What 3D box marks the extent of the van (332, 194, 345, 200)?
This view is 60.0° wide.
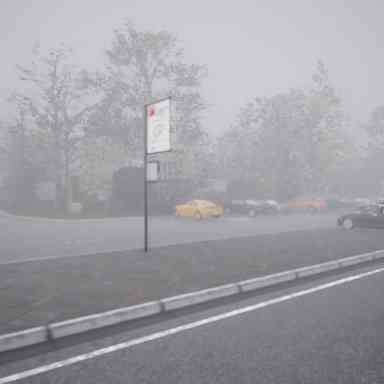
[{"bbox_3d":[13.909,1.154,36.586,1.878,1.987,4.442,0,0,-36],"label":"van"}]

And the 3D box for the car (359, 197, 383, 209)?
[{"bbox_3d":[25.320,1.465,44.573,2.163,1.488,4.792,0,0,-36],"label":"car"}]

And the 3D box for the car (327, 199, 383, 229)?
[{"bbox_3d":[10.227,1.369,17.738,2.231,1.521,4.892,0,0,-35],"label":"car"}]

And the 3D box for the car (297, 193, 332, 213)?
[{"bbox_3d":[11.732,1.247,34.850,2.185,1.767,4.553,0,0,-36],"label":"car"}]

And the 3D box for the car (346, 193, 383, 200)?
[{"bbox_3d":[12.488,1.112,19.392,2.435,2.045,5.566,0,0,-36],"label":"car"}]

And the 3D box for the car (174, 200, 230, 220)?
[{"bbox_3d":[0.383,1.375,26.783,2.097,1.535,5.008,0,0,-35],"label":"car"}]

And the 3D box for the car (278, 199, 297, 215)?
[{"bbox_3d":[7.181,1.404,31.641,2.002,1.452,4.674,0,0,-35],"label":"car"}]

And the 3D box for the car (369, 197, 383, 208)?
[{"bbox_3d":[27.551,1.476,46.242,2.163,1.488,4.792,0,0,-36],"label":"car"}]

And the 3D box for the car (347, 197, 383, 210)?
[{"bbox_3d":[23.042,1.424,42.971,2.097,1.535,5.008,0,0,-36],"label":"car"}]

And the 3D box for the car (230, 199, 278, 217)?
[{"bbox_3d":[4.910,1.363,30.025,2.097,1.535,5.008,0,0,-35],"label":"car"}]

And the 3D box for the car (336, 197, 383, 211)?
[{"bbox_3d":[20.881,1.411,41.202,1.946,1.575,5.366,0,0,-36],"label":"car"}]

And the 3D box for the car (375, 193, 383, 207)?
[{"bbox_3d":[29.848,1.208,47.816,2.435,2.045,5.566,0,0,-36],"label":"car"}]
